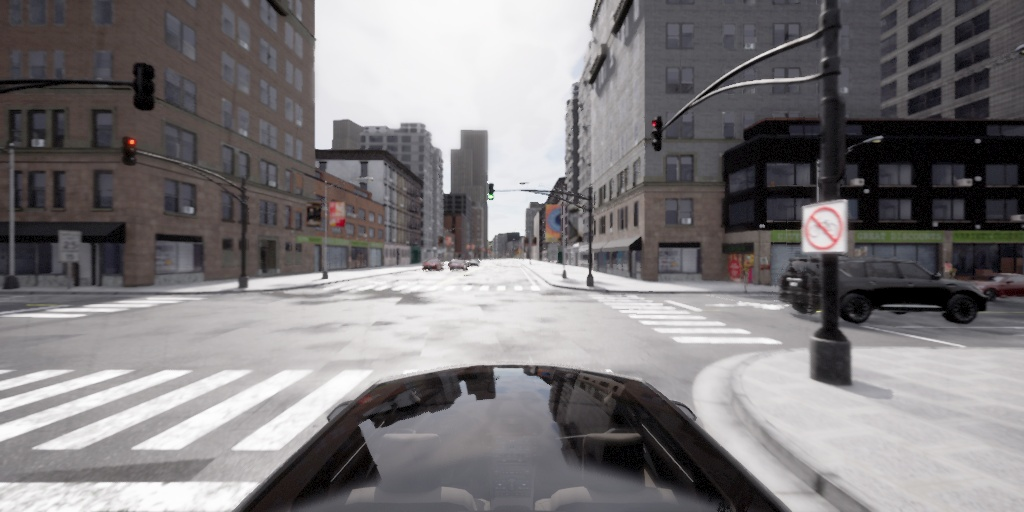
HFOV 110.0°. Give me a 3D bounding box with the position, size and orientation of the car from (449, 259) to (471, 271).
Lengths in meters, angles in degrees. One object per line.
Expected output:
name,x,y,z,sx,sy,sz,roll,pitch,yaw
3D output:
car,-6.759,1.176,45.586,1.812,1.442,4.674,0,0,0

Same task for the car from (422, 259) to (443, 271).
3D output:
car,-10.009,1.122,45.599,1.882,1.535,5.008,0,0,0

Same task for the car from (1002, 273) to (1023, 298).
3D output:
car,24.084,1.509,17.792,4.207,1.307,1.802,0,0,0

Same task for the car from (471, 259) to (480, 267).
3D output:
car,-6.755,1.257,64.166,2.033,1.411,5.357,0,0,0

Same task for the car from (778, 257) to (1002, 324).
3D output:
car,12.144,1.064,12.050,5.566,2.045,2.150,0,0,0
